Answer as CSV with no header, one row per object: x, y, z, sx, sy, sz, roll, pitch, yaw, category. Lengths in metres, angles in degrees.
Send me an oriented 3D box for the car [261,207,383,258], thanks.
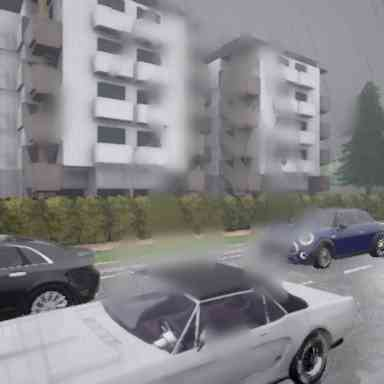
4.430,1.335,11.162,4.553,1.767,2.097,0,0,-33,car

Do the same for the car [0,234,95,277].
-3.988,1.507,5.402,4.892,1.490,1.837,0,0,-35,car

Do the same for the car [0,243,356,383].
-0.226,1.598,3.773,4.718,1.301,1.895,0,0,-36,car
